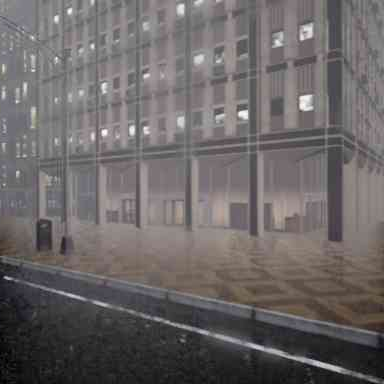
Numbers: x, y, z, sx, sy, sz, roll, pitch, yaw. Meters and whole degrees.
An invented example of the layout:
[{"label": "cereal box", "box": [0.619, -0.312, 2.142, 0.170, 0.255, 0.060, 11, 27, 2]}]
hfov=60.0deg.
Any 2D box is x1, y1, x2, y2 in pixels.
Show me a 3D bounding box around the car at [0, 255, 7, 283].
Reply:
[{"label": "car", "box": [-6.777, 1.684, 8.421, 5.357, 1.411, 2.033, -1, -1, 36]}]
